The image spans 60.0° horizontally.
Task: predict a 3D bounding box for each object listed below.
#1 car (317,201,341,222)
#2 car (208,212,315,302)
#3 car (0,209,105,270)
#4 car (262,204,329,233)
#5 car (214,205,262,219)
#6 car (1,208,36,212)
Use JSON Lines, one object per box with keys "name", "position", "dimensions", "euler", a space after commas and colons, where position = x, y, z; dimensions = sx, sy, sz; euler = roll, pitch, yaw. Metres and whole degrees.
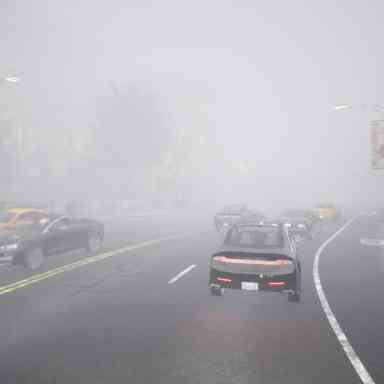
{"name": "car", "position": [10.584, 1.456, 26.274], "dimensions": [1.801, 1.575, 5.366], "euler": [0, 0, 30]}
{"name": "car", "position": [1.695, 1.492, 8.368], "dimensions": [2.128, 1.511, 4.902], "euler": [0, 0, 15]}
{"name": "car", "position": [-4.902, 1.491, 11.313], "dimensions": [2.128, 1.511, 4.902], "euler": [0, 0, 19]}
{"name": "car", "position": [5.559, 1.547, 17.320], "dimensions": [2.033, 1.411, 5.357], "euler": [0, 0, 29]}
{"name": "car", "position": [2.932, 1.491, 19.605], "dimensions": [2.128, 1.511, 4.902], "euler": [0, 0, 28]}
{"name": "car", "position": [-7.556, 1.477, 14.294], "dimensions": [1.882, 1.535, 5.008], "euler": [0, 0, 21]}
